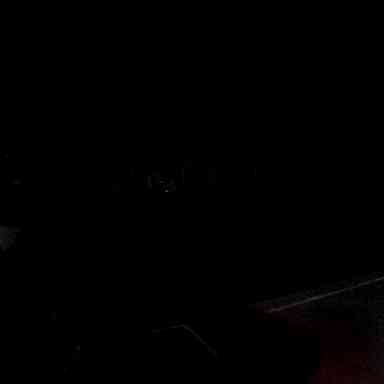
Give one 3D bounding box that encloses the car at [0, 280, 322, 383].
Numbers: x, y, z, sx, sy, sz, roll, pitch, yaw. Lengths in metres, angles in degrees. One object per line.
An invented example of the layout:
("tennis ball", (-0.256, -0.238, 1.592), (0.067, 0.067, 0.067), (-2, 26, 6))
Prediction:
("car", (-1.043, 1.625, 2.878), (4.718, 1.301, 1.895), (1, -1, -35))
